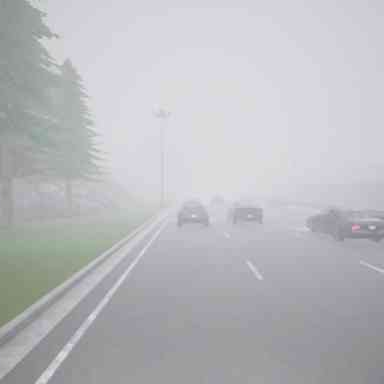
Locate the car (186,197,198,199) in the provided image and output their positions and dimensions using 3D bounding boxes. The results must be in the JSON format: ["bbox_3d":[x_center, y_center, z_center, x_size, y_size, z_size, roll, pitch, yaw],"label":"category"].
[{"bbox_3d":[-0.019,1.276,44.690,1.895,1.301,4.718,0,0,1],"label":"car"}]

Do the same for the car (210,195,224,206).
[{"bbox_3d":[3.493,1.169,46.521,1.837,1.490,4.892,0,1,0],"label":"car"}]

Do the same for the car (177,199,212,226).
[{"bbox_3d":[0.069,1.404,21.997,1.994,1.385,4.181,0,0,0],"label":"car"}]

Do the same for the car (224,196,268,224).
[{"bbox_3d":[3.566,1.310,22.950,1.882,1.535,5.008,0,0,0],"label":"car"}]

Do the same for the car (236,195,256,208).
[{"bbox_3d":[6.952,1.212,43.228,1.812,1.442,4.674,0,1,0],"label":"car"}]

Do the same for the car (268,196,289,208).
[{"bbox_3d":[10.446,1.248,41.292,2.033,1.411,5.357,0,0,0],"label":"car"}]

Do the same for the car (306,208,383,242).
[{"bbox_3d":[7.077,1.434,15.585,2.033,1.411,5.357,0,0,0],"label":"car"}]
